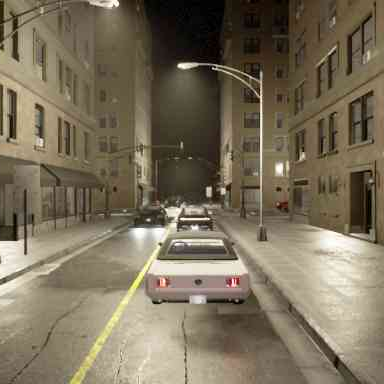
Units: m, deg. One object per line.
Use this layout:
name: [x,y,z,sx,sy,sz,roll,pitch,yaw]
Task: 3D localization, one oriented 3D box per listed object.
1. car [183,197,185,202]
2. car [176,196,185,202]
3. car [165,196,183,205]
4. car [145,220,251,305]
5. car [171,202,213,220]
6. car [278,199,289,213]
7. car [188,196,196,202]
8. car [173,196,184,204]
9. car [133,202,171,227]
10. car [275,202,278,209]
car: [-2.803,1.588,58.179,2.128,1.511,4.902,0,0,0]
car: [-2.713,1.664,77.935,1.812,1.442,4.674,0,0,0]
car: [-2.821,1.428,48.968,2.097,1.767,4.553,0,0,0]
car: [0.108,1.607,8.062,1.895,1.301,4.718,0,0,0]
car: [0.114,1.510,18.283,2.128,1.511,4.902,0,0,-1]
car: [12.253,1.554,35.984,4.892,1.490,1.837,0,0,0]
car: [0.039,1.688,84.394,2.128,1.511,4.902,0,0,0]
car: [-2.737,1.624,67.647,1.837,1.490,4.892,0,0,1]
car: [-2.742,1.589,22.860,1.994,1.385,4.181,0,0,0]
car: [12.285,1.377,38.521,5.009,1.841,2.192,0,0,0]
